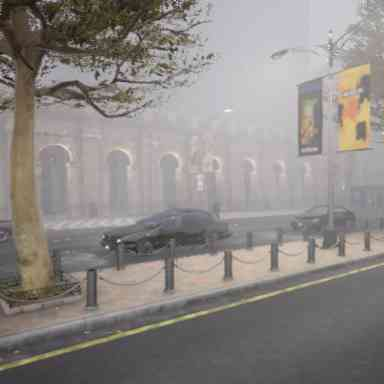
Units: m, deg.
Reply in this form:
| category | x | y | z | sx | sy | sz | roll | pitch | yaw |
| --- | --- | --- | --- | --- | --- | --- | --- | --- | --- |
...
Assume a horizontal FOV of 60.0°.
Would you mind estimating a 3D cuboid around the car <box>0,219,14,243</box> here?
| category | x | y | z | sx | sy | sz | roll | pitch | yaw |
| --- | --- | --- | --- | --- | --- | --- | --- | --- | --- |
| car | -10.124 | 1.627 | 14.757 | 4.718 | 1.301 | 1.895 | 0 | 0 | -36 |

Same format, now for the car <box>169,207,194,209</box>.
| category | x | y | z | sx | sy | sz | roll | pitch | yaw |
| --- | --- | --- | --- | --- | --- | --- | --- | --- | --- |
| car | -0.711 | 1.526 | 17.639 | 4.674 | 1.442 | 1.812 | 0 | 0 | -36 |

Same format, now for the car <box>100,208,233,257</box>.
| category | x | y | z | sx | sy | sz | roll | pitch | yaw |
| --- | --- | --- | --- | --- | --- | --- | --- | --- | --- |
| car | -0.819 | 1.549 | 13.263 | 5.357 | 1.411 | 2.033 | 0 | 0 | -36 |

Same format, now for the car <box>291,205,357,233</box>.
| category | x | y | z | sx | sy | sz | roll | pitch | yaw |
| --- | --- | --- | --- | --- | --- | --- | --- | --- | --- |
| car | 7.796 | 1.497 | 19.424 | 4.674 | 1.442 | 1.812 | 0 | 0 | -35 |
